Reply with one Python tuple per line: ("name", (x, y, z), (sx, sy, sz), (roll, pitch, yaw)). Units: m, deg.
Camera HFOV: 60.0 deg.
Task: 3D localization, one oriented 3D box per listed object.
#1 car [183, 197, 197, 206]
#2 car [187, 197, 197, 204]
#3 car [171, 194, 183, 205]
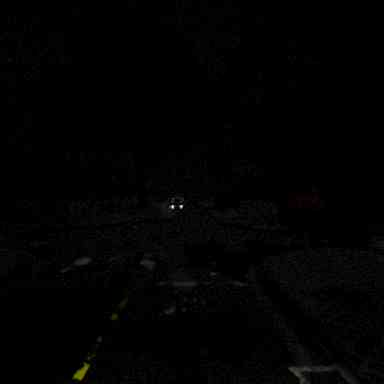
("car", (-0.011, 1.682, 58.575), (2.128, 1.511, 4.902), (0, -1, 0))
("car", (-0.014, 1.761, 68.996), (2.128, 1.511, 4.902), (0, -1, 0))
("car", (-2.764, 1.452, 63.965), (2.150, 2.045, 5.566), (0, -1, 0))
